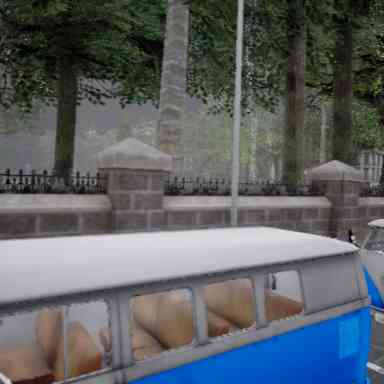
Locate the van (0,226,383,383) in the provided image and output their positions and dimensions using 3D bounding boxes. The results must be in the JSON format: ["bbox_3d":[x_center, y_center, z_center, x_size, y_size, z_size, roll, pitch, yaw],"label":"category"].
[{"bbox_3d":[-0.208,1.254,2.797,3.998,1.788,1.690,1,1,-33],"label":"van"}]

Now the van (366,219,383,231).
[{"bbox_3d":[4.526,1.332,5.894,3.998,1.788,1.690,1,1,-33],"label":"van"}]
